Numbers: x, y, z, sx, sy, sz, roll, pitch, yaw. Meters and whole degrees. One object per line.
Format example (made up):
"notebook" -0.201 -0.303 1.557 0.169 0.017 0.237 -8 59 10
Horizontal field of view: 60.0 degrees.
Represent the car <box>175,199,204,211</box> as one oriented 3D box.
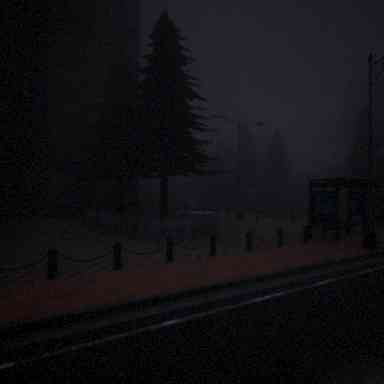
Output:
"car" -0.418 1.648 42.095 1.812 1.442 4.674 0 0 -35
